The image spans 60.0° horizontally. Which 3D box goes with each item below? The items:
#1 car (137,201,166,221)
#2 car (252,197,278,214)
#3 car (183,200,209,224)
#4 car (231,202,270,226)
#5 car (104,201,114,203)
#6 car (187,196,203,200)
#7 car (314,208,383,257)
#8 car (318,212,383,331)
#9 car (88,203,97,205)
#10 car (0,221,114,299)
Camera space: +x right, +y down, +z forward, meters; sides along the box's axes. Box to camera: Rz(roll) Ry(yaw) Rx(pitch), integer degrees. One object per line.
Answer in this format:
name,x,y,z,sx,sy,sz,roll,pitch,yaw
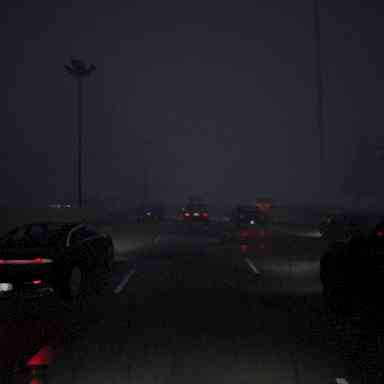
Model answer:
car,-3.195,1.460,27.049,1.882,1.535,5.008,0,0,0
car,7.363,1.338,34.485,2.097,1.767,4.553,0,0,0
car,0.287,1.534,24.555,2.033,1.411,5.357,0,0,0
car,3.773,1.591,22.956,1.895,1.301,4.718,0,0,0
car,-13.631,1.484,55.818,1.812,1.442,4.674,0,0,1
car,0.419,1.329,41.962,2.097,1.767,4.553,0,0,0
car,7.205,1.545,14.234,2.033,1.411,5.357,0,0,0
car,3.631,1.222,4.343,2.150,2.045,5.566,0,0,0
car,-17.123,1.433,56.210,1.882,1.535,5.008,0,0,1
car,-3.340,1.484,8.390,2.128,1.511,4.902,0,0,0
